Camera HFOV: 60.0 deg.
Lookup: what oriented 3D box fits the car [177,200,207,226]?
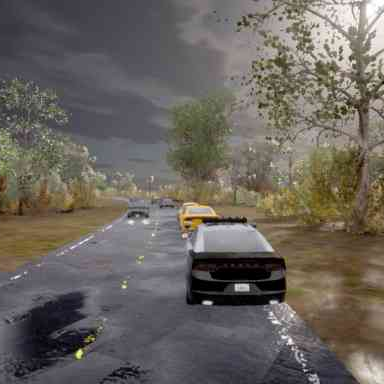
[{"bbox_3d":[-0.135,1.453,24.431,1.801,1.575,5.366,0,0,-5],"label":"car"}]

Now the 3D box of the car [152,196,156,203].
[{"bbox_3d":[-6.803,1.519,63.511,1.812,1.442,4.674,0,0,-12],"label":"car"}]

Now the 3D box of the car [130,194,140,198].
[{"bbox_3d":[-13.049,1.345,76.033,2.097,1.767,4.553,0,0,-15],"label":"car"}]

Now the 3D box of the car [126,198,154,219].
[{"bbox_3d":[-4.630,1.546,29.286,2.033,1.411,5.357,0,0,-6],"label":"car"}]

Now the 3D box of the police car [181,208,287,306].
[{"bbox_3d":[0.776,1.425,8.251,1.930,1.638,5.238,0,0,-2],"label":"police car"}]

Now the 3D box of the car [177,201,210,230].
[{"bbox_3d":[0.317,1.477,18.210,1.882,1.535,5.008,0,0,-4],"label":"car"}]

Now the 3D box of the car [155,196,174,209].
[{"bbox_3d":[-3.567,1.543,46.150,2.033,1.411,5.357,0,0,-9],"label":"car"}]
